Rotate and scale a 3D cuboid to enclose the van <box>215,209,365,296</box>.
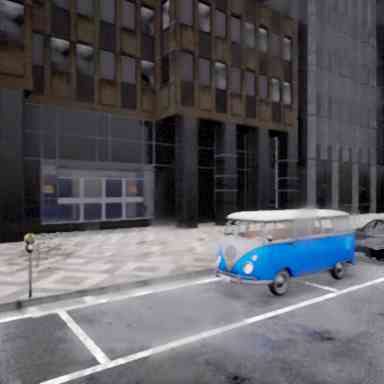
[{"bbox_3d":[2.441,1.354,8.396,3.998,1.788,1.690,0,0,-36],"label":"van"}]

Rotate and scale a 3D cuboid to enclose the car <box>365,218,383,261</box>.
[{"bbox_3d":[7.028,1.590,11.670,4.313,1.339,1.947,0,0,-36],"label":"car"}]
